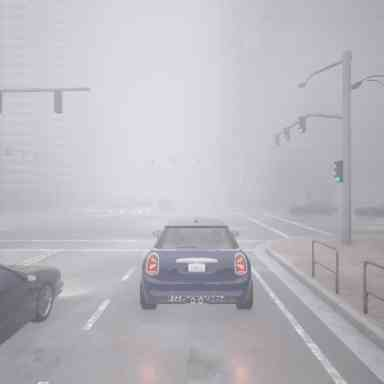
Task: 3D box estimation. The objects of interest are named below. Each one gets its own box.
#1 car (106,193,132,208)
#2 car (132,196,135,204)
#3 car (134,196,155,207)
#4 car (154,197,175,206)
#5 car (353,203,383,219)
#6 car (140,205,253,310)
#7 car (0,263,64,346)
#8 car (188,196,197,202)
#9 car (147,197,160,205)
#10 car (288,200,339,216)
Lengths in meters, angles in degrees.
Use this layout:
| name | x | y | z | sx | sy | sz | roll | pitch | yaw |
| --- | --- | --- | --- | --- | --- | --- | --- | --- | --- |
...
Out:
| name | x | y | z | sx | sy | sz | roll | pitch | yaw |
| --- | --- | --- | --- | --- | --- | --- | --- | --- | --- |
| car | -10.519 | 1.352 | 48.143 | 2.097 | 1.767 | 4.553 | 0 | 0 | 0 |
| car | -10.481 | 1.505 | 58.088 | 1.837 | 1.490 | 4.892 | 0 | 0 | 0 |
| car | -7.013 | 1.564 | 50.406 | 1.994 | 1.385 | 4.181 | 0 | 0 | 0 |
| car | -3.417 | 1.477 | 44.245 | 1.882 | 1.535 | 5.008 | 0 | 0 | 2 |
| car | 16.502 | 1.601 | 28.634 | 4.718 | 1.301 | 1.895 | 0 | 0 | 1 |
| car | 0.092 | 1.352 | 8.000 | 2.097 | 1.767 | 4.553 | 0 | 0 | 0 |
| car | -3.414 | 1.547 | 4.142 | 2.033 | 1.411 | 5.357 | 0 | 0 | -1 |
| car | 0.123 | 1.553 | 72.632 | 1.994 | 1.385 | 4.181 | 0 | 0 | 0 |
| car | -6.972 | 1.601 | 60.367 | 1.895 | 1.301 | 4.718 | 0 | 0 | 0 |
| car | 11.708 | 1.526 | 32.177 | 4.674 | 1.442 | 1.812 | 0 | 0 | 1 |
